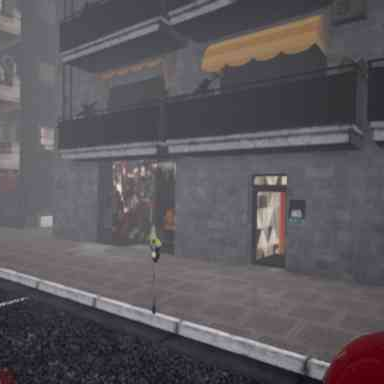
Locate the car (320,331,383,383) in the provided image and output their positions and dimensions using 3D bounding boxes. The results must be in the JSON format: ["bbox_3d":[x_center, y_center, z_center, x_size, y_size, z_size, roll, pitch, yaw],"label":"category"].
[{"bbox_3d":[2.849,1.331,0.829,5.009,1.841,2.192,1,1,35],"label":"car"}]
